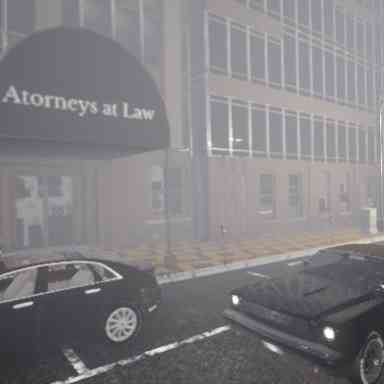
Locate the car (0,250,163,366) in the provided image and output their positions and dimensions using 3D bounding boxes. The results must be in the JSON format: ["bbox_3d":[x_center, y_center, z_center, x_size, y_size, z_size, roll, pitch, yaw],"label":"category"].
[{"bbox_3d":[-2.512,1.593,4.762,4.403,1.369,2.008,0,-1,-37],"label":"car"}]

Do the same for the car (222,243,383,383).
[{"bbox_3d":[2.765,1.610,5.447,4.718,1.301,1.895,0,0,-37],"label":"car"}]
